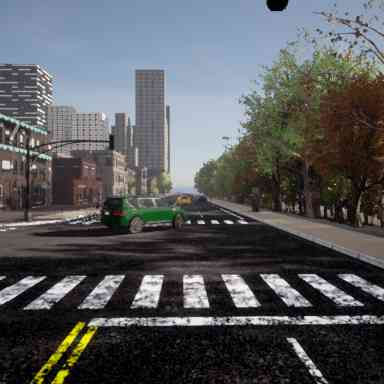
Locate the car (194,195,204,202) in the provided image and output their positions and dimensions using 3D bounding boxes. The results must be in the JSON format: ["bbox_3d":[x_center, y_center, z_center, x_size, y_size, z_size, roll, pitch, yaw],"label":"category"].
[{"bbox_3d":[1.490,1.470,73.008,1.837,1.490,4.892,0,0,-1],"label":"car"}]

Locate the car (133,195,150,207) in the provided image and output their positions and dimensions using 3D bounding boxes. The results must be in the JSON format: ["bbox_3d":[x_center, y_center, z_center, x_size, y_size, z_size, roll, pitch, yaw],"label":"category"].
[{"bbox_3d":[-7.834,1.333,51.717,2.097,1.767,4.553,0,0,-1],"label":"car"}]

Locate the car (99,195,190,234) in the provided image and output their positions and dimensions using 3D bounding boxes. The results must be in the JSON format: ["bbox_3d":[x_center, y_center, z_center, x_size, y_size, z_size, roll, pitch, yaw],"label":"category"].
[{"bbox_3d":[-2.755,1.217,19.529,2.150,2.045,5.566,1,1,41],"label":"car"}]

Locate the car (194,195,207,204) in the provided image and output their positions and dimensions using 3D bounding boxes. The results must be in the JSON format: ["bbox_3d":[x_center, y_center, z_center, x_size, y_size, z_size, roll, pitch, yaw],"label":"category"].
[{"bbox_3d":[1.835,1.454,62.902,1.882,1.535,5.008,0,0,-1],"label":"car"}]

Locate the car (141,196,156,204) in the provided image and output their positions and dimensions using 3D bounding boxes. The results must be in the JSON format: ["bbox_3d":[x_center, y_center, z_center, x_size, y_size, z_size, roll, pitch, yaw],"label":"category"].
[{"bbox_3d":[-8.041,1.468,61.980,2.128,1.511,4.902,0,0,-1],"label":"car"}]

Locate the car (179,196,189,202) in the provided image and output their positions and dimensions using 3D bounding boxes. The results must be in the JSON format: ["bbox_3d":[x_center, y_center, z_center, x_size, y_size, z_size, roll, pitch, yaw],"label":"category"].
[{"bbox_3d":[-1.764,1.523,73.212,1.994,1.385,4.181,0,0,-1],"label":"car"}]

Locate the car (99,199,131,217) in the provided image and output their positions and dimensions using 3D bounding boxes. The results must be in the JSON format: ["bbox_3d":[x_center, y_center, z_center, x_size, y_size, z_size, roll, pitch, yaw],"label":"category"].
[{"bbox_3d":[-7.375,1.481,32.464,2.128,1.511,4.902,0,0,-1],"label":"car"}]

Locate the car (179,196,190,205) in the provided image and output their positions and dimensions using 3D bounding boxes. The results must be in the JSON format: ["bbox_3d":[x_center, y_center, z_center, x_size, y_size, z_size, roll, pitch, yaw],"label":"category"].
[{"bbox_3d":[-1.309,1.456,58.463,1.882,1.535,5.008,0,0,-1],"label":"car"}]

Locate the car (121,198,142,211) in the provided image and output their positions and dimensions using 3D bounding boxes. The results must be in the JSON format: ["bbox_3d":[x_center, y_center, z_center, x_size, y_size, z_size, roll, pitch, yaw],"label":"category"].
[{"bbox_3d":[-7.600,1.490,42.023,1.837,1.490,4.892,0,0,-1],"label":"car"}]
